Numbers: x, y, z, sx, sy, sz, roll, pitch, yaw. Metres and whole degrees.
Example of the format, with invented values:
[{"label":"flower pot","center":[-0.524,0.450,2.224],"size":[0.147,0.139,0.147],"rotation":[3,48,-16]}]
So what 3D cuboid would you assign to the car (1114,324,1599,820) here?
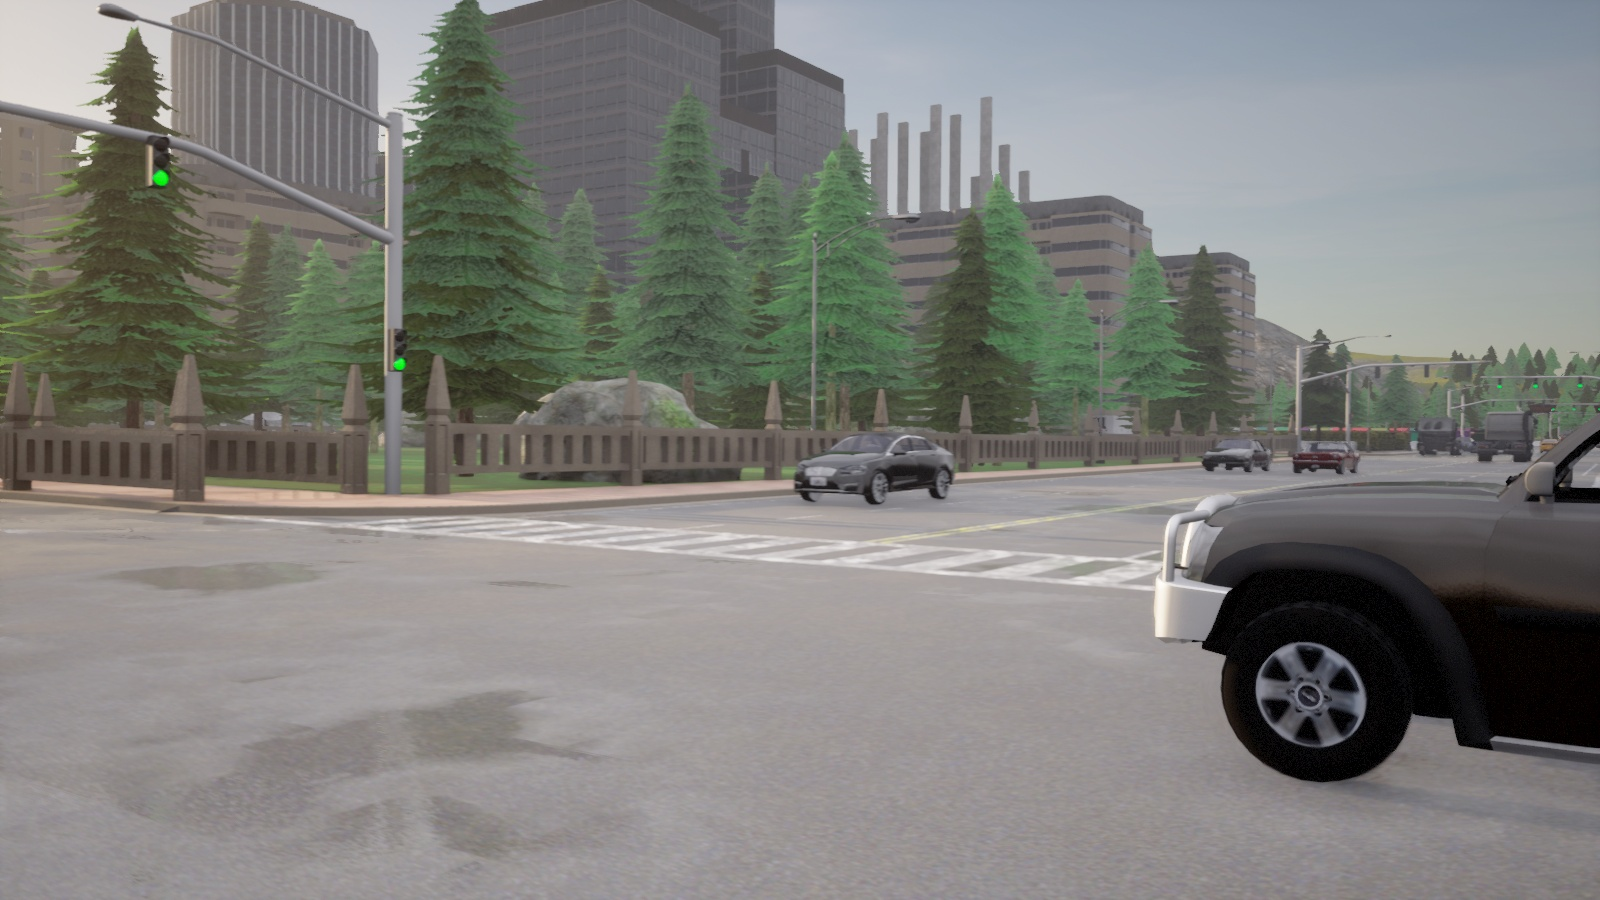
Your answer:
[{"label":"car","center":[3.883,0.441,5.241],"size":[4.605,1.855,1.932],"rotation":[0,1,34]}]

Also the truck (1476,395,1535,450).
[{"label":"truck","center":[47.256,-1.825,84.051],"size":[2.891,3.462,7.936],"rotation":[0,1,33]}]

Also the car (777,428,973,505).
[{"label":"car","center":[1.758,0.296,27.609],"size":[2.128,1.511,4.902],"rotation":[0,1,33]}]

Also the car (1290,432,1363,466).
[{"label":"car","center":[21.580,-0.064,51.379],"size":[1.895,1.301,4.718],"rotation":[0,1,33]}]

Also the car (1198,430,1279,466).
[{"label":"car","center":[18.683,-0.117,53.343],"size":[2.033,1.411,5.357],"rotation":[0,1,33]}]
